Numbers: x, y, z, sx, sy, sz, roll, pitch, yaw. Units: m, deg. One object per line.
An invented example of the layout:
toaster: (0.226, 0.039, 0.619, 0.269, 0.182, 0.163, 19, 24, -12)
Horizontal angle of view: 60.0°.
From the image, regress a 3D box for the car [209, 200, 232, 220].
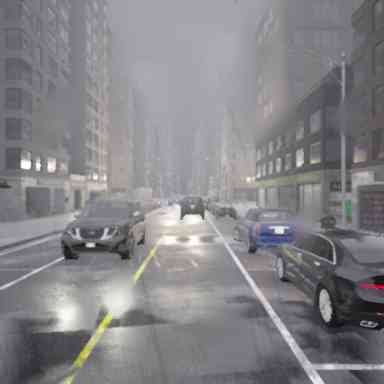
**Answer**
car: (2.862, 1.669, 29.141, 2.008, 1.369, 4.403, 0, 0, 0)

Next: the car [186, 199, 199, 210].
car: (0.083, 1.716, 47.301, 1.812, 1.442, 4.674, 0, 0, 0)

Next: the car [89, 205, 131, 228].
car: (-5.665, 1.662, 23.606, 1.947, 1.339, 4.313, 0, 0, 0)

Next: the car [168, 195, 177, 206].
car: (-2.993, 1.481, 58.992, 2.150, 2.045, 5.566, 0, 0, 0)

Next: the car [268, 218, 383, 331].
car: (3.146, 1.533, 7.021, 1.837, 1.490, 4.892, 0, 0, 0)

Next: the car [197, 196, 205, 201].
car: (2.584, 1.850, 95.126, 1.967, 1.590, 4.097, 0, 0, -1)

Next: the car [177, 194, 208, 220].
car: (0.064, 1.345, 30.060, 2.150, 2.045, 5.566, 0, 0, 0)

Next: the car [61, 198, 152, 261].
car: (-3.099, 1.274, 12.918, 2.150, 2.045, 5.566, 0, 0, 0)

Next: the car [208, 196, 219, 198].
car: (2.864, 1.500, 45.713, 2.192, 1.841, 5.009, 0, 0, 0)

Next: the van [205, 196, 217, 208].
van: (2.865, 1.548, 51.236, 1.690, 1.788, 3.998, 0, 0, 0)

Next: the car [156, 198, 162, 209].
car: (-5.662, 1.751, 45.706, 1.947, 1.339, 4.313, 0, 0, 0)

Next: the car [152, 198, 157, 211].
car: (-5.663, 1.744, 40.181, 1.802, 1.307, 4.206, 0, 0, 0)

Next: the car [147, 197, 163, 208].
car: (-5.662, 1.647, 51.232, 1.967, 1.590, 4.097, 0, 0, 0)

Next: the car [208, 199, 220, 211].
car: (2.862, 1.691, 34.665, 2.008, 1.369, 4.403, 0, 0, 0)

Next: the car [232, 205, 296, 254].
car: (3.114, 1.409, 13.992, 2.097, 1.767, 4.553, 0, 0, 0)
